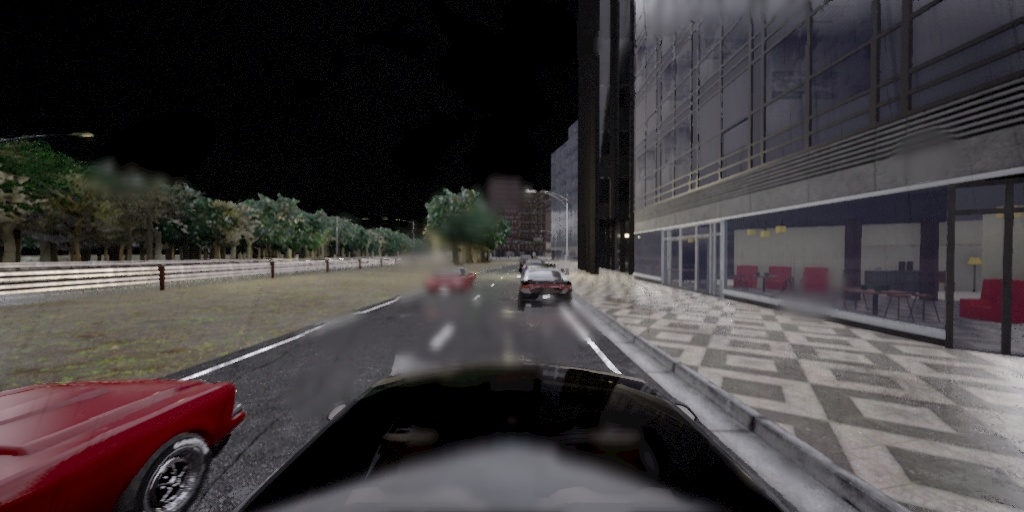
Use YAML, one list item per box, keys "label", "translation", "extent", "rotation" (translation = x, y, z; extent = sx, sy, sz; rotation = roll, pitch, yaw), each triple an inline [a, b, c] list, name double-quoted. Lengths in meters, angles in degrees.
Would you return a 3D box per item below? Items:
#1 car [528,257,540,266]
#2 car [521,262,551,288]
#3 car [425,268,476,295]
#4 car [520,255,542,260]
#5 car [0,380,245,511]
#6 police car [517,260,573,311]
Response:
- label: "car"
  translation: [4.107, 1.030, 65.084]
  extent: [1.837, 1.490, 4.892]
  rotation: [0, 0, 7]
- label: "car"
  translation: [1.574, 1.184, 23.993]
  extent: [1.812, 1.442, 4.674]
  rotation: [0, 0, 3]
- label: "car"
  translation: [-3.062, 1.277, 18.956]
  extent: [1.895, 1.301, 4.718]
  rotation: [0, 0, 2]
- label: "car"
  translation: [1.881, 0.989, 29.880]
  extent: [2.097, 1.767, 4.553]
  rotation: [0, 0, 3]
- label: "car"
  translation: [-3.380, 1.353, 1.122]
  extent: [1.895, 1.301, 4.718]
  rotation: [0, 0, 0]
- label: "police car"
  translation: [1.218, 1.122, 14.234]
  extent: [1.930, 1.638, 5.238]
  rotation: [0, 0, 2]
